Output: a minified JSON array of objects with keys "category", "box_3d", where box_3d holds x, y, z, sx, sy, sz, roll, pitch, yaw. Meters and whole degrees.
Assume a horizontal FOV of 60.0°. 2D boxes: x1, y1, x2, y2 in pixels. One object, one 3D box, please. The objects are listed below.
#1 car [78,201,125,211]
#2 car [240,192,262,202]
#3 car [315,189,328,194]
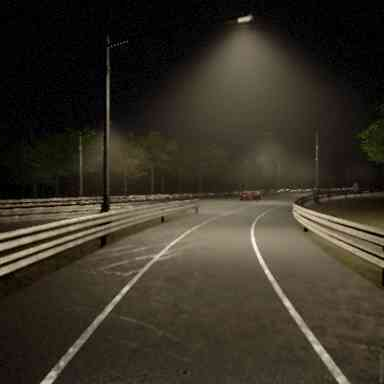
[{"category":"car","box_3d":[-9.205,1.623,34.270,1.895,1.301,4.718,1,2,41]},{"category":"car","box_3d":[9.980,0.718,56.109,2.097,1.767,4.553,1,2,41]},{"category":"car","box_3d":[31.209,0.126,80.274,1.837,1.490,4.892,1,2,41]}]
